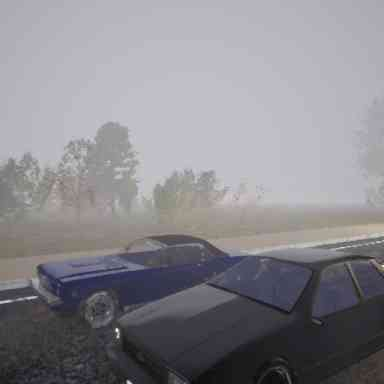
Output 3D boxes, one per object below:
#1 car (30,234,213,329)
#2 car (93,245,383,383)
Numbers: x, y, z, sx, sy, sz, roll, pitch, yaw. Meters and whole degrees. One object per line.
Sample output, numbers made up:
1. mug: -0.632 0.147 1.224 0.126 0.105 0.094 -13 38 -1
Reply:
1. car: -0.793 1.633 7.112 4.718 1.301 1.895 1 0 -35
2. car: 1.594 1.584 4.821 5.357 1.411 2.033 1 0 -35
